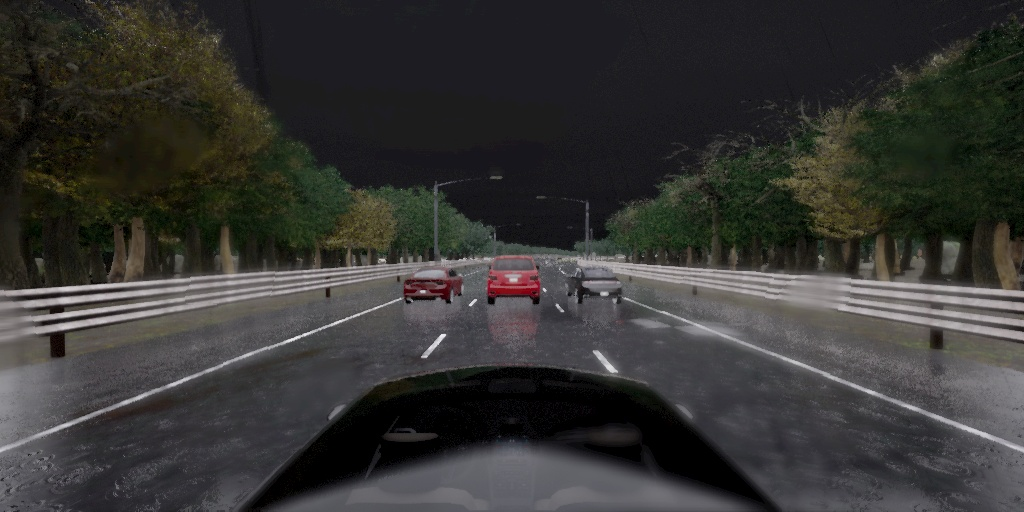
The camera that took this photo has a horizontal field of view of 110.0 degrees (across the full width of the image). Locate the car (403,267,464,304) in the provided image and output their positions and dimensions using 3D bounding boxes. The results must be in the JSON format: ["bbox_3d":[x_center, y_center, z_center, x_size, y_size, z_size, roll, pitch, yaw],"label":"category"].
[{"bbox_3d":[-3.410,1.230,16.329,1.882,1.535,5.008,0,0,1],"label":"car"}]

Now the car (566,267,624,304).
[{"bbox_3d":[3.590,1.242,16.243,2.128,1.511,4.902,0,0,1],"label":"car"}]

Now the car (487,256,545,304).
[{"bbox_3d":[0.091,1.003,16.315,2.150,2.045,5.566,0,0,1],"label":"car"}]
